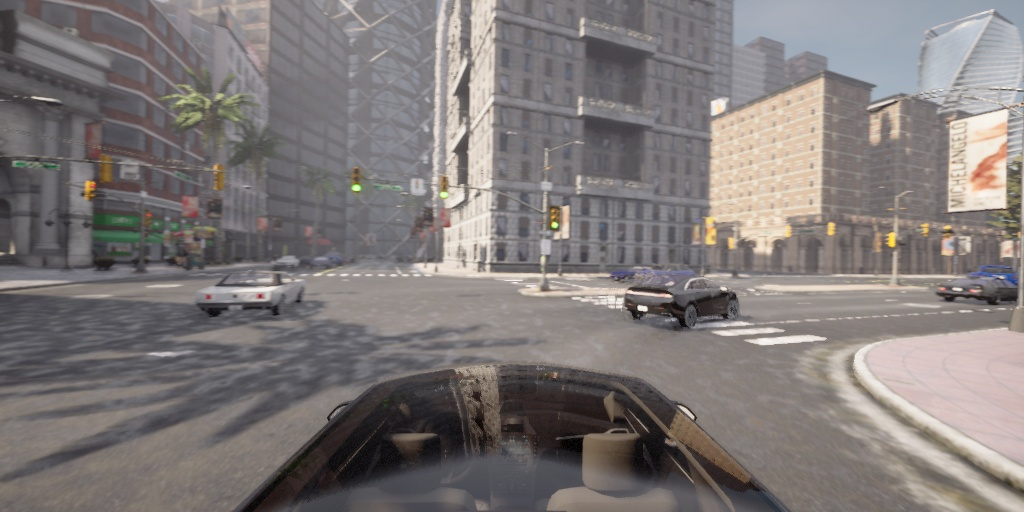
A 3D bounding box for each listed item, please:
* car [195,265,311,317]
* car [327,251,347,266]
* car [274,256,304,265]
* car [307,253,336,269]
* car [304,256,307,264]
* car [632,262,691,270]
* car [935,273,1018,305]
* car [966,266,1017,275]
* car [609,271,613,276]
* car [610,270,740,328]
[{"bbox_3d":[-8.494,1.156,12.203,1.895,1.301,4.718,1,0,-19],"label":"car"},{"bbox_3d":[-26.216,0.358,52.718,2.150,2.045,5.566,1,0,-19],"label":"car"},{"bbox_3d":[-26.254,0.668,42.039,1.812,1.442,4.674,1,0,-19],"label":"car"},{"bbox_3d":[-23.043,0.739,43.459,1.812,1.442,4.674,1,0,-19],"label":"car"},{"bbox_3d":[-29.457,0.667,51.363,1.895,1.301,4.718,1,0,-19],"label":"car"},{"bbox_3d":[11.424,1.340,26.897,4.553,1.767,2.097,1,0,-19],"label":"car"},{"bbox_3d":[25.914,1.861,19.657,5.357,1.411,2.033,1,0,-17],"label":"car"},{"bbox_3d":[40.904,1.863,30.641,2.150,2.045,5.566,2,1,44],"label":"car"},{"bbox_3d":[10.669,1.570,30.348,4.718,1.301,1.895,1,0,-19],"label":"car"},{"bbox_3d":[5.756,1.363,11.937,4.902,1.511,2.128,1,0,-37],"label":"car"}]
